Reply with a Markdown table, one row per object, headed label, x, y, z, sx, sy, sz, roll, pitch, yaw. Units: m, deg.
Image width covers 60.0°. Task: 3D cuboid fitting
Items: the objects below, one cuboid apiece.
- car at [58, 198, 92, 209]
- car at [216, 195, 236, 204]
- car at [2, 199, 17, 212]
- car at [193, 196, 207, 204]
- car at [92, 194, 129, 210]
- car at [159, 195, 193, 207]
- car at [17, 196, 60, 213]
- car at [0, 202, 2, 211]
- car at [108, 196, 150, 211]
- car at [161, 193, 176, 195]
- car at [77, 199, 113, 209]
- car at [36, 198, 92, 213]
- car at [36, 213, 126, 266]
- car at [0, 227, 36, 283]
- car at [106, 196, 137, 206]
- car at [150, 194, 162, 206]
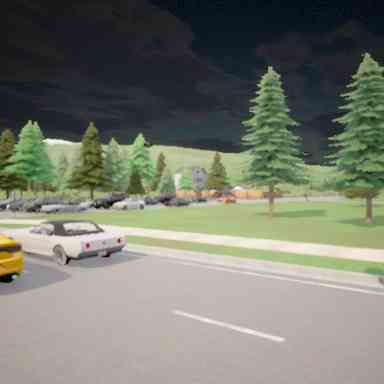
| label | x | y | z | sx | sy | sz | roll | pitch | yaw |
| --- | --- | --- | --- | --- | --- | --- | --- | --- | --- |
| car | -16.829 | 1.583 | 47.880 | 1.994 | 1.385 | 4.181 | 0 | 0 | 36 |
| car | 6.249 | 1.364 | 61.558 | 2.097 | 1.767 | 4.553 | 0 | 0 | 37 |
| car | -18.973 | 1.509 | 39.018 | 2.128 | 1.511 | 4.902 | 0 | 0 | 36 |
| car | 1.171 | 1.508 | 66.417 | 2.128 | 1.511 | 4.902 | 0 | 0 | 37 |
| car | -10.641 | 1.237 | 44.489 | 2.150 | 2.045 | 5.566 | 0 | 0 | 36 |
| car | -2.343 | 1.577 | 49.879 | 1.994 | 1.385 | 4.181 | 0 | 0 | 37 |
| car | -16.289 | 1.368 | 36.758 | 2.097 | 1.767 | 4.553 | 0 | 0 | 36 |
| car | -21.991 | 1.545 | 40.820 | 1.812 | 1.442 | 4.674 | 0 | 0 | 36 |
| car | -7.926 | 1.539 | 42.261 | 1.812 | 1.442 | 4.674 | 0 | 0 | 36 |
| car | -5.155 | 1.237 | 63.747 | 2.150 | 2.045 | 5.566 | 0 | 0 | 37 |
| car | -13.503 | 1.618 | 46.501 | 1.895 | 1.301 | 4.718 | 0 | 0 | 36 |
| car | -13.312 | 1.615 | 34.897 | 1.895 | 1.301 | 4.718 | 0 | 0 | 36 |
| car | -4.568 | 1.606 | 11.541 | 4.718 | 1.301 | 1.895 | 0 | 0 | 35 |
| car | -6.279 | 1.482 | 8.461 | 5.008 | 1.535 | 1.882 | 0 | 0 | 35 |
| car | -11.566 | 1.510 | 55.065 | 2.128 | 1.511 | 4.902 | 0 | 0 | 36 |
| car | -7.795 | 1.564 | 54.295 | 2.033 | 1.411 | 5.357 | 0 | 0 | 36 |
